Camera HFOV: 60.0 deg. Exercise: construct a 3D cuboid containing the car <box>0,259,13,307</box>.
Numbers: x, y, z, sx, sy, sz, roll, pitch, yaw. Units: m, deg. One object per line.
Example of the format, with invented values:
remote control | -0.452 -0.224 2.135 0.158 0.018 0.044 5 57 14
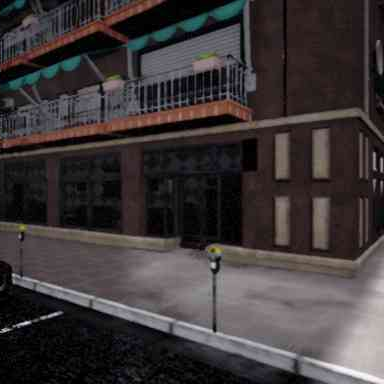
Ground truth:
car | -5.252 1.566 6.619 4.313 1.339 1.947 0 0 36
